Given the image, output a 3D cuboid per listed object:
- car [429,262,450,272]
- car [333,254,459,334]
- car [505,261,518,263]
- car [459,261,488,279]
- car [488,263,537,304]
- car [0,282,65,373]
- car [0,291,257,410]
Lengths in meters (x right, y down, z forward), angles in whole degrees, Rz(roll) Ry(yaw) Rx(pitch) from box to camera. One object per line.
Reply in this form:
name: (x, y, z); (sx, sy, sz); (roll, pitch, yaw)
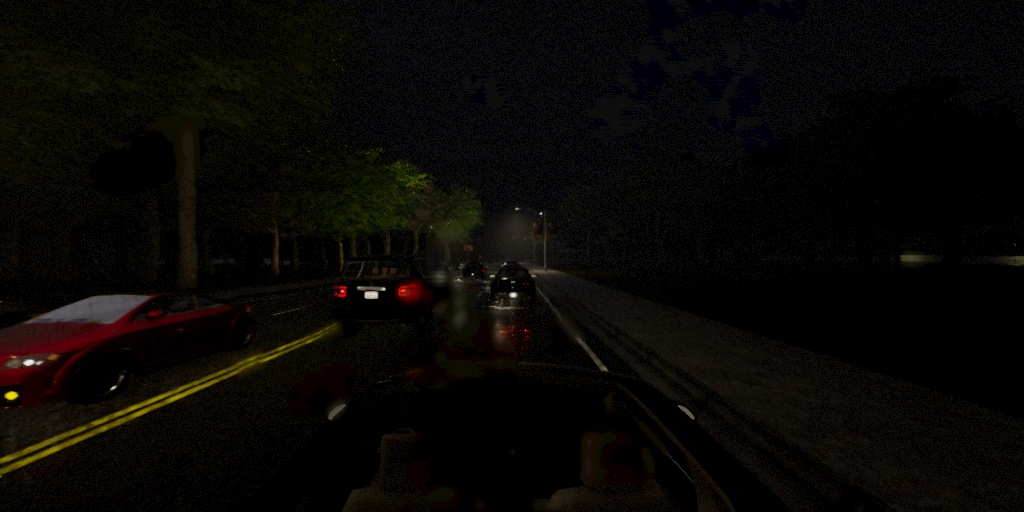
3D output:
car: (-9.907, 1.441, 49.107); (1.895, 1.301, 4.718); (0, 0, 0)
car: (-3.176, 0.976, 10.754); (2.150, 2.045, 5.566); (0, 0, 0)
car: (-0.016, 1.254, 36.272); (1.837, 1.490, 4.892); (0, 0, 0)
car: (-3.248, 1.258, 32.055); (1.837, 1.490, 4.892); (0, 0, 0)
car: (0.050, 1.249, 16.198); (1.837, 1.490, 4.892); (0, 0, 0)
car: (-9.854, 1.266, 4.606); (2.128, 1.511, 4.902); (0, 0, 0)
car: (-6.609, 1.329, 6.190); (1.994, 1.385, 4.181); (0, 0, 0)
